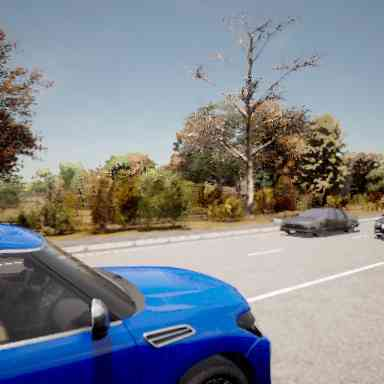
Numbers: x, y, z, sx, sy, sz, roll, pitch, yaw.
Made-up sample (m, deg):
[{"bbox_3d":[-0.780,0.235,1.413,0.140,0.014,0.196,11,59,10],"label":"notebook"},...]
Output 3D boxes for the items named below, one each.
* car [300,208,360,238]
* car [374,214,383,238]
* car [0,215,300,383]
[{"bbox_3d":[7.096,1.576,18.112,5.357,1.411,2.033,0,0,-37],"label":"car"},{"bbox_3d":[10.952,1.520,16.653,4.902,1.511,2.128,0,0,-37],"label":"car"},{"bbox_3d":[-1.884,1.225,2.452,5.566,2.045,2.150,0,0,-35],"label":"car"}]
